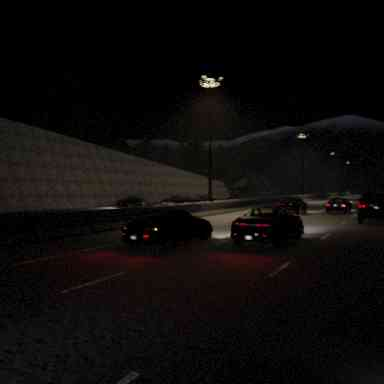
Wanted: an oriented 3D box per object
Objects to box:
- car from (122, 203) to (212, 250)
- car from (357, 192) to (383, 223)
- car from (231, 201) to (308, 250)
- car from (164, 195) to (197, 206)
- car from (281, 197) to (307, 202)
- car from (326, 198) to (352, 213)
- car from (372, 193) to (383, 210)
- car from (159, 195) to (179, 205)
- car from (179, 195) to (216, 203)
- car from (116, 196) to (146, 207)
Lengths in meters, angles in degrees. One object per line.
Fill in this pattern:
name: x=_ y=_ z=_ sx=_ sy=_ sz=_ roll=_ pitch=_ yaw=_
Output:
car: x=-0.883 y=1.409 z=13.724 sx=1.812 sy=1.442 sz=4.674 roll=0 pitch=1 yaw=31
car: x=12.574 y=1.000 z=22.534 sx=2.150 sy=2.045 sz=5.566 roll=0 pitch=1 yaw=31
car: x=3.253 y=1.364 z=13.811 sx=2.128 sy=1.511 sz=4.902 roll=0 pitch=1 yaw=31
car: x=-1.551 y=1.149 z=46.934 sx=2.033 sy=1.411 sz=5.357 roll=0 pitch=1 yaw=31
car: x=9.354 y=1.218 z=30.772 sx=1.837 sy=1.490 sz=4.892 roll=0 pitch=1 yaw=31
car: x=14.127 y=1.239 z=31.921 sx=2.033 sy=1.411 sz=5.357 roll=0 pitch=1 yaw=31
car: x=21.556 y=0.979 z=37.493 sx=2.097 sy=1.767 sz=4.553 roll=0 pitch=1 yaw=31
car: x=-1.983 y=1.158 z=39.457 sx=2.128 sy=1.511 sz=4.902 roll=0 pitch=1 yaw=31
car: x=1.017 y=1.166 z=37.654 sx=2.128 sy=1.511 sz=4.902 roll=0 pitch=1 yaw=31
car: x=-7.871 y=1.212 z=43.247 sx=1.994 sy=1.385 sz=4.181 roll=0 pitch=1 yaw=31
